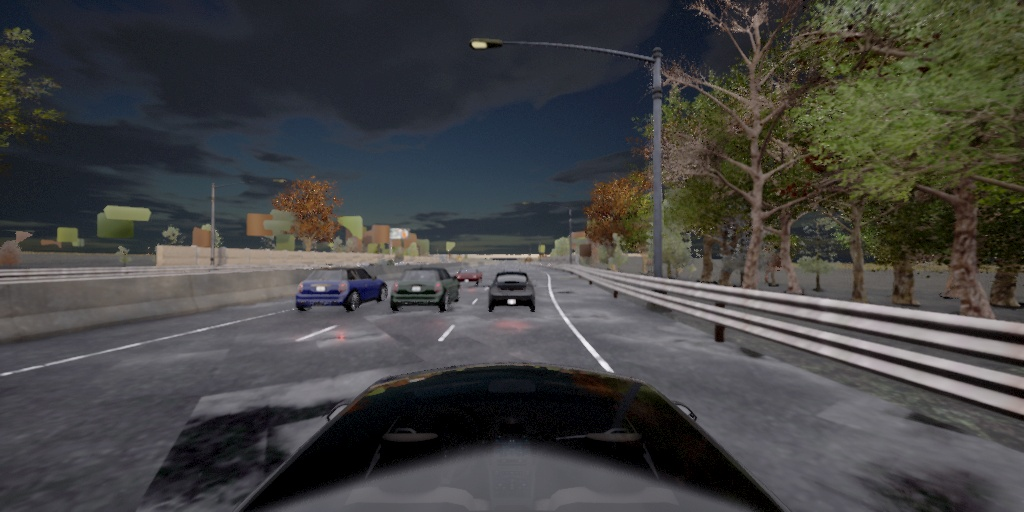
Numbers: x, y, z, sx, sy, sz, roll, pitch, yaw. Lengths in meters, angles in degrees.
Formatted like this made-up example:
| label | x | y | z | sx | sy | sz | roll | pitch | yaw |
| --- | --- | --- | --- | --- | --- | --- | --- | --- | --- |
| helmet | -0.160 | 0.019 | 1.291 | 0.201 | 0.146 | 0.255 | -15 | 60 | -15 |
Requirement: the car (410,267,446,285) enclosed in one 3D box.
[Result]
| label | x | y | z | sx | sy | sz | roll | pitch | yaw |
| --- | --- | --- | --- | --- | --- | --- | --- | --- | --- |
| car | -7.008 | 1.627 | 30.300 | 1.994 | 1.385 | 4.181 | 0 | -1 | 1 |

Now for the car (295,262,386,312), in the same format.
| label | x | y | z | sx | sy | sz | roll | pitch | yaw |
| --- | --- | --- | --- | --- | --- | --- | --- | --- | --- |
| car | -6.991 | 1.246 | 15.256 | 2.097 | 1.767 | 4.553 | 0 | -1 | 0 |

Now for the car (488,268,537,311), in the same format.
| label | x | y | z | sx | sy | sz | roll | pitch | yaw |
| --- | --- | --- | --- | --- | --- | --- | --- | --- | --- |
| car | 0.008 | 1.403 | 15.333 | 1.837 | 1.490 | 4.892 | 0 | 0 | 0 |

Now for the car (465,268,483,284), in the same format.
| label | x | y | z | sx | sy | sz | roll | pitch | yaw |
| --- | --- | --- | --- | --- | --- | --- | --- | --- | --- |
| car | -3.512 | 1.662 | 30.085 | 1.895 | 1.301 | 4.718 | 0 | -1 | 0 |

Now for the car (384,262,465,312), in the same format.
| label | x | y | z | sx | sy | sz | roll | pitch | yaw |
| --- | --- | --- | --- | --- | --- | --- | --- | --- | --- |
| car | -3.491 | 1.246 | 15.260 | 2.097 | 1.767 | 4.553 | 0 | -1 | 0 |
